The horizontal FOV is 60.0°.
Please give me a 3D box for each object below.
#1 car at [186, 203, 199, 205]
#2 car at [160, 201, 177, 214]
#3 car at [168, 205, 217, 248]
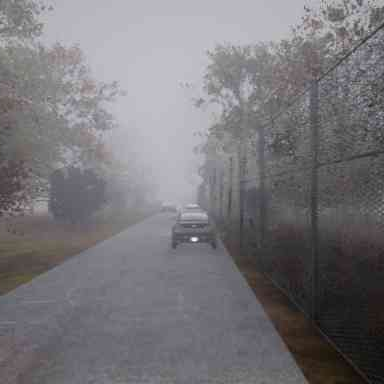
[{"bbox_3d":[0.025,1.788,32.754,1.812,1.442,4.674,0,-1,0],"label":"car"},{"bbox_3d":[-2.967,1.923,42.576,1.882,1.535,5.008,0,-1,0],"label":"car"},{"bbox_3d":[0.084,1.558,15.045,1.837,1.490,4.892,0,0,0],"label":"car"}]
